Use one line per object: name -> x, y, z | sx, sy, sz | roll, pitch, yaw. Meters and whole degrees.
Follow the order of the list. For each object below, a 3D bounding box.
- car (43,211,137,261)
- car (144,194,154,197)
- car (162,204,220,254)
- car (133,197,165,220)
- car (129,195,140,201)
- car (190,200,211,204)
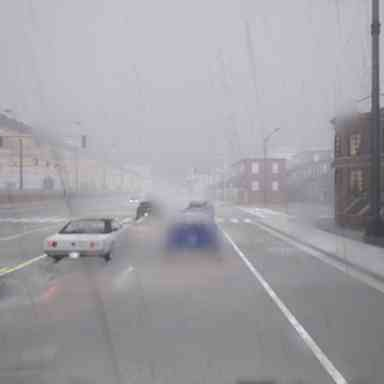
car -> -3.464, 1.575, 12.064 | 1.895, 1.301, 4.718 | 0, 0, 0
car -> -10.508, 1.183, 81.346 | 2.097, 1.767, 4.553 | 0, 0, 0
car -> 0.049, 1.450, 13.416 | 1.882, 1.535, 5.008 | 0, 0, 0
car -> -3.455, 1.447, 27.700 | 1.837, 1.490, 4.892 | 0, 0, 1
car -> -14.008, 1.380, 81.319 | 1.994, 1.385, 4.181 | 0, 0, 0
car -> 0.794, 1.433, 27.578 | 2.128, 1.511, 4.902 | 0, 0, 12
